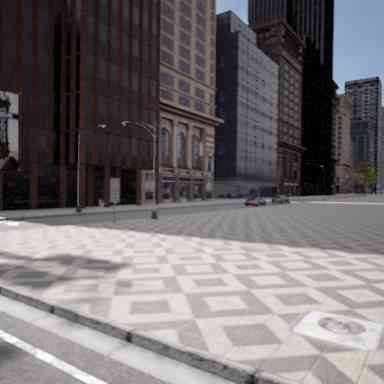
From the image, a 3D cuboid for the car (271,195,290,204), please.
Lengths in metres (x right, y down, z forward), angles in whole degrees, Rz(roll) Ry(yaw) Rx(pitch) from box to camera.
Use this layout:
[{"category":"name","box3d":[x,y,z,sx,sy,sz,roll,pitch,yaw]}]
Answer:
[{"category":"car","box3d":[14.917,1.254,55.797,2.128,1.511,4.902,1,1,35]}]

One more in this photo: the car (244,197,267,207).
[{"category":"car","box3d":[9.190,1.371,47.608,1.994,1.385,4.181,1,1,36]}]
